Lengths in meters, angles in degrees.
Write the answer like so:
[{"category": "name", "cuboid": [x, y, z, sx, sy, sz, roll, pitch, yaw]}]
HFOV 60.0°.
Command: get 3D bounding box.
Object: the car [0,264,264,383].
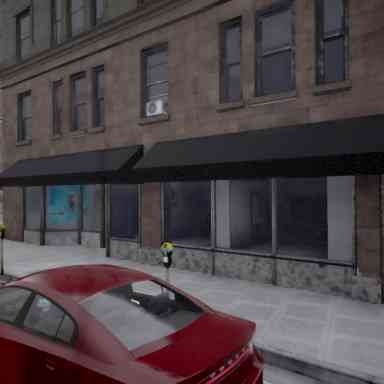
[{"category": "car", "cuboid": [-1.430, 1.545, 3.885, 4.507, 1.381, 1.887, 0, 0, 36]}]
